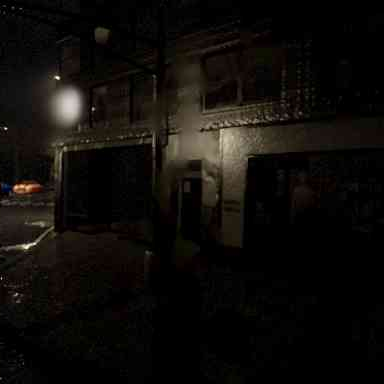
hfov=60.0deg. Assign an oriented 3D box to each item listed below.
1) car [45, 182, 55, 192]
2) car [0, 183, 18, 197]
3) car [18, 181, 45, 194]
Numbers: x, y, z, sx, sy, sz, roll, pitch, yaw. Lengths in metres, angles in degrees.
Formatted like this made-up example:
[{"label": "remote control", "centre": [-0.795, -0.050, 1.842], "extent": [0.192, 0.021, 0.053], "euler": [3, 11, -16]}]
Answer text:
[{"label": "car", "centre": [-22.550, -0.896, 53.094], "extent": [1.882, 1.535, 5.008], "euler": [1, 2, -7]}, {"label": "car", "centre": [-20.153, -0.213, 34.066], "extent": [1.882, 1.535, 5.008], "euler": [1, 2, -7]}, {"label": "car", "centre": [-21.311, -0.676, 43.202], "extent": [2.097, 1.767, 4.553], "euler": [1, 2, -7]}]
